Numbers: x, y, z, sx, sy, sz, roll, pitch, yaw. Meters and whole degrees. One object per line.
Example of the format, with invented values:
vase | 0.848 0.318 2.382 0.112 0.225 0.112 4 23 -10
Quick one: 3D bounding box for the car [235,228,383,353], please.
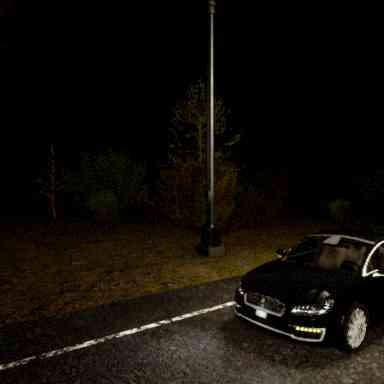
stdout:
car | 2.925 1.503 6.249 4.892 1.490 1.837 0 0 -37
